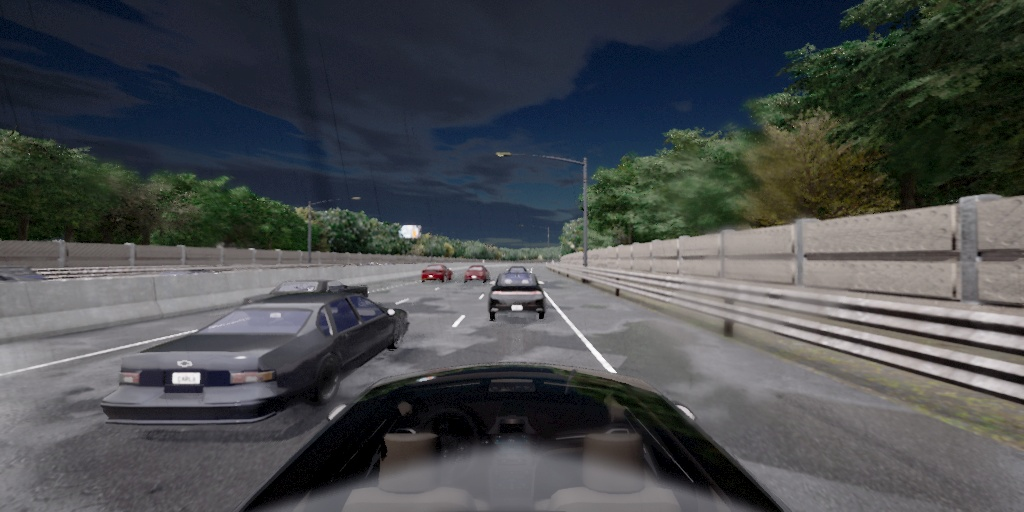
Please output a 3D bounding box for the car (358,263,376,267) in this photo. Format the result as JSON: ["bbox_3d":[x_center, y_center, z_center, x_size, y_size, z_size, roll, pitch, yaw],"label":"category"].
[{"bbox_3d":[-23.138,1.742,58.054,1.895,1.301,4.718,0,-1,3],"label":"car"}]

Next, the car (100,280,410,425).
[{"bbox_3d":[-3.379,1.336,6.227,2.033,1.411,5.357,0,0,0],"label":"car"}]

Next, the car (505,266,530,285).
[{"bbox_3d":[0.476,1.579,30.120,1.994,1.385,4.181,0,0,1],"label":"car"}]

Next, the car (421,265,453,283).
[{"bbox_3d":[-6.491,1.502,31.464,1.882,1.535,5.008,0,0,2],"label":"car"}]

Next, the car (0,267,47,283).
[{"bbox_3d":[-21.024,1.340,13.333,2.128,1.511,4.902,0,-1,1],"label":"car"}]

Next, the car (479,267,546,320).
[{"bbox_3d":[0.177,1.343,13.095,2.128,1.511,4.902,0,0,1],"label":"car"}]

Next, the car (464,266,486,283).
[{"bbox_3d":[-3.002,1.549,31.224,1.812,1.442,4.674,0,0,1],"label":"car"}]

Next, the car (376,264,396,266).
[{"bbox_3d":[-19.641,1.936,57.918,1.994,1.385,4.181,0,-1,3],"label":"car"}]

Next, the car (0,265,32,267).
[{"bbox_3d":[-24.488,1.224,16.153,2.097,1.767,4.553,0,0,1],"label":"car"}]

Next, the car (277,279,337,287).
[{"bbox_3d":[-6.829,1.446,12.633,1.895,1.301,4.718,0,-1,1],"label":"car"}]

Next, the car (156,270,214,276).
[{"bbox_3d":[-17.455,1.447,19.077,2.033,1.411,5.357,0,-1,1],"label":"car"}]
